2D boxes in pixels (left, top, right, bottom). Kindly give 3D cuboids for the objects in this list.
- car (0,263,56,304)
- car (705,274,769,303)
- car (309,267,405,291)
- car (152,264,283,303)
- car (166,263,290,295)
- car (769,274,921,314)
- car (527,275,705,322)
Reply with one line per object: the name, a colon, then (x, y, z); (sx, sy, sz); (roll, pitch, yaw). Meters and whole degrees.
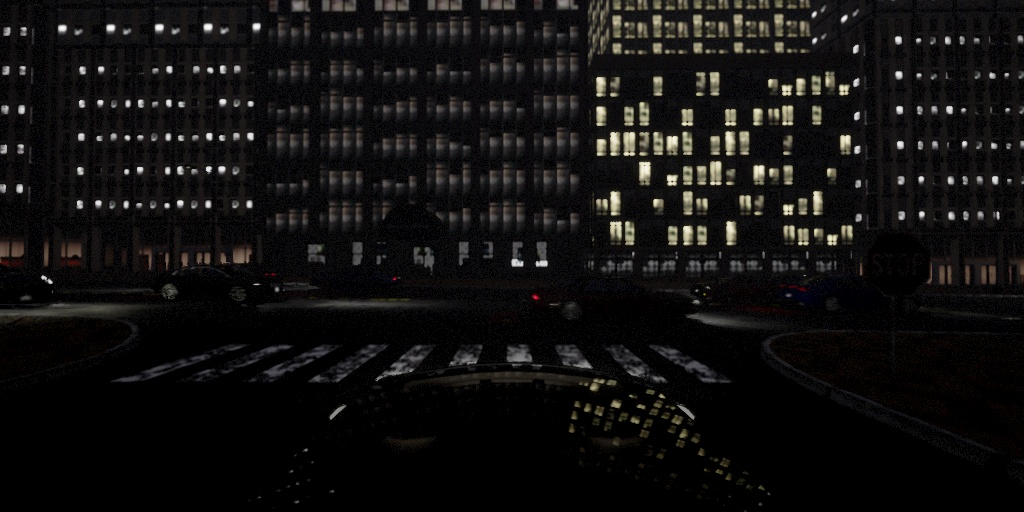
car: (-19.030, 0.843, 12.443); (4.553, 1.767, 2.097); (1, -1, 1)
car: (11.673, 1.661, 18.738); (4.181, 1.385, 1.994); (1, -1, 1)
car: (-9.498, 1.361, 22.253); (5.357, 1.411, 2.033); (1, -1, 1)
car: (-12.665, 1.144, 15.607); (4.902, 1.511, 2.128); (1, -1, 1)
car: (-14.913, 1.160, 19.084); (4.902, 1.511, 2.128); (1, -1, 1)
car: (14.249, 1.559, 15.258); (5.008, 1.535, 1.882); (1, -1, 1)
car: (3.211, 1.374, 12.129); (5.357, 1.411, 2.033); (0, 0, 1)
